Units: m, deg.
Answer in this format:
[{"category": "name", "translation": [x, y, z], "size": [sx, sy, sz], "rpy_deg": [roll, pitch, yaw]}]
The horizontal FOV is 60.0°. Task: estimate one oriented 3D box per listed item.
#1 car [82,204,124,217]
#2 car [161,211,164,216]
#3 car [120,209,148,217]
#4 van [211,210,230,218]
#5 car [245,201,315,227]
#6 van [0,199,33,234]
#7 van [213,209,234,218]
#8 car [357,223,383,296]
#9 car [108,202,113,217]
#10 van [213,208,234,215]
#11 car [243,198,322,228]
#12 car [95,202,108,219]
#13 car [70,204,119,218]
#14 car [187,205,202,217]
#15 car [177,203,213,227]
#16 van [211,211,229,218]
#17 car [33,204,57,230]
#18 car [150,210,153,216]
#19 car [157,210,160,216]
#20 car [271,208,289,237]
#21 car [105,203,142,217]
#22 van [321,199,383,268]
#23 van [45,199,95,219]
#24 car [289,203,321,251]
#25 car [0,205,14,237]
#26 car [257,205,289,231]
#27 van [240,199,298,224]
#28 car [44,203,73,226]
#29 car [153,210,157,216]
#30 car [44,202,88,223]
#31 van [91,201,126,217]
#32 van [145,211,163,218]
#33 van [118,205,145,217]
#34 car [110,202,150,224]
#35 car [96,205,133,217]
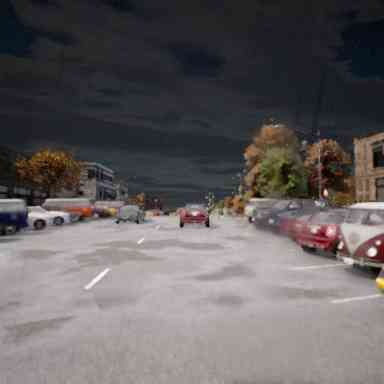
[{"category": "car", "translation": [-11.172, 2.339, 41.767], "size": [4.892, 1.521, 2.231], "rpy_deg": [0, -3, -19]}, {"category": "car", "translation": [-10.503, 5.427, 82.683], "size": [5.566, 2.045, 2.435], "rpy_deg": [1, -5, -19]}, {"category": "car", "translation": [-10.886, 3.939, 62.209], "size": [4.792, 1.488, 2.163], "rpy_deg": [1, -5, -19]}, {"category": "van", "translation": [7.285, 5.677, 85.160], "size": [4.442, 1.987, 1.878], "rpy_deg": [3, -5, -19]}, {"category": "car", "translation": [6.520, 1.606, 24.718], "size": [4.553, 1.767, 2.185], "rpy_deg": [1, -1, -19]}, {"category": "van", "translation": [-11.476, 1.387, 18.309], "size": [4.442, 1.987, 1.878], "rpy_deg": [-1, -1, -20]}, {"category": "van", "translation": [7.335, 4.918, 76.447], "size": [4.442, 1.987, 1.878], "rpy_deg": [3, -5, -19]}, {"category": "car", "translation": [6.232, 1.515, 6.682], "size": [5.366, 1.575, 1.946], "rpy_deg": [1, 0, -20]}, {"category": "car", "translation": [-11.236, 2.048, 35.926], "size": [4.892, 1.521, 2.231], "rpy_deg": [0, -2, -19]}, {"category": "van", "translation": [7.061, 4.654, 73.430], "size": [4.442, 1.987, 1.878], "rpy_deg": [2, -5, -19]}, {"category": "car", "translation": [6.450, 1.429, 21.700], "size": [5.566, 2.045, 2.435], "rpy_deg": [1, -1, -20]}, {"category": "car", "translation": [-11.266, 1.933, 33.001], "size": [5.008, 1.535, 2.097], "rpy_deg": [0, -2, -20]}, {"category": "car", "translation": [-11.371, 2.179, 38.780], "size": [5.366, 1.575, 1.946], "rpy_deg": [0, -3, -19]}, {"category": "car", "translation": [0.373, 2.448, 42.905], "size": [1.812, 1.442, 4.674], "rpy_deg": [0, -3, 1]}, {"category": "car", "translation": [0.198, 1.592, 24.917], "size": [2.097, 1.767, 4.553], "rpy_deg": [0, -1, 1]}, {"category": "van", "translation": [7.614, 6.206, 91.107], "size": [4.442, 1.987, 1.878], "rpy_deg": [3, -6, -19]}, {"category": "car", "translation": [-11.352, 1.696, 21.281], "size": [4.674, 1.452, 2.002], "rpy_deg": [-1, -1, -20]}, {"category": "car", "translation": [-10.983, 4.155, 65.086], "size": [5.366, 1.575, 1.946], "rpy_deg": [1, -5, -19]}, {"category": "car", "translation": [-10.577, 5.169, 76.830], "size": [4.892, 1.521, 2.231], "rpy_deg": [1, -5, -19]}, {"category": "car", "translation": [6.431, 1.637, 15.728], "size": [4.674, 1.452, 2.002], "rpy_deg": [1, -1, -20]}, {"category": "car", "translation": [-10.983, 2.908, 53.482], "size": [5.566, 2.045, 2.435], "rpy_deg": [1, -5, -19]}, {"category": "van", "translation": [6.307, 1.311, 9.700], "size": [4.442, 1.987, 1.878], "rpy_deg": [1, 0, -20]}, {"category": "van", "translation": [-11.398, 1.613, 30.039], "size": [4.442, 1.987, 1.878], "rpy_deg": [0, -1, -20]}, {"category": "car", "translation": [6.394, 1.440, 12.730], "size": [4.553, 1.767, 2.185], "rpy_deg": [1, -1, -20]}, {"category": "car", "translation": [-11.386, 1.574, 15.412], "size": [5.008, 1.535, 2.097], "rpy_deg": [-1, -1, -20]}, {"category": "car", "translation": [6.478, 1.666, 18.733], "size": [4.792, 1.488, 2.163], "rpy_deg": [1, -1, -20]}, {"category": "van", "translation": [6.400, 1.563, 27.663], "size": [4.442, 1.987, 1.878], "rpy_deg": [1, -2, -19]}, {"category": "car", "translation": [-11.334, 1.746, 24.219], "size": [4.674, 1.452, 2.002], "rpy_deg": [0, -1, -20]}, {"category": "car", "translation": [-10.871, 4.657, 70.925], "size": [5.366, 1.575, 1.946], "rpy_deg": [1, -5, -19]}, {"category": "car", "translation": [-11.281, 1.793, 27.153], "size": [4.792, 1.488, 2.163], "rpy_deg": [0, -1, -20]}, {"category": "van", "translation": [-11.240, 2.286, 44.660], "size": [4.442, 1.987, 1.878], "rpy_deg": [0, -3, -19]}, {"category": "van", "translation": [-10.419, 6.225, 91.416], "size": [4.442, 1.987, 1.878], "rpy_deg": [1, -5, -19]}, {"category": "van", "translation": [-10.804, 3.436, 59.362], "size": [4.442, 1.987, 1.878], "rpy_deg": [1, -5, -19]}, {"category": "car", "translation": [-4.953, 1.792, 27.159], "size": [1.837, 1.490, 4.892], "rpy_deg": [0, -2, 1]}, {"category": "car", "translation": [-11.081, 2.707, 47.601], "size": [4.892, 1.521, 2.231], "rpy_deg": [1, -4, -19]}]
